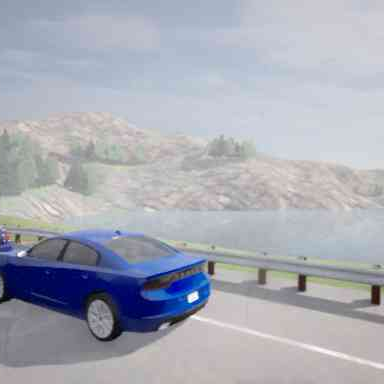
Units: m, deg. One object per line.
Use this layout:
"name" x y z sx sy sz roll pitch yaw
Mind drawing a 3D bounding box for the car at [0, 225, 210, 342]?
"car" -2.043 1.464 6.521 5.008 1.535 1.882 0 0 34
